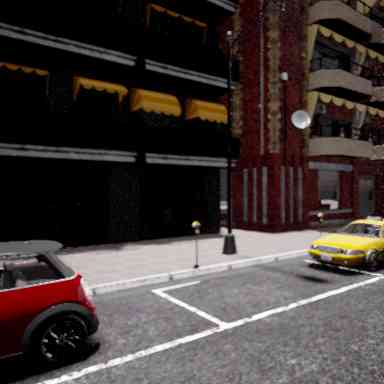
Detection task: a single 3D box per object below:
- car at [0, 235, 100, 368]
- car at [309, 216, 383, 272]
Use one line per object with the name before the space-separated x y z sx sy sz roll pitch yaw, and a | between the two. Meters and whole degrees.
car | -3.396 1.442 4.137 4.097 1.590 1.967 0 0 -36
car | 5.685 1.479 10.619 4.829 1.417 1.752 0 0 -36
